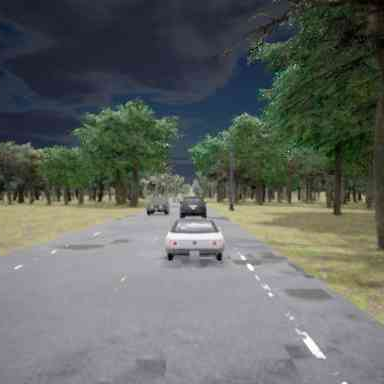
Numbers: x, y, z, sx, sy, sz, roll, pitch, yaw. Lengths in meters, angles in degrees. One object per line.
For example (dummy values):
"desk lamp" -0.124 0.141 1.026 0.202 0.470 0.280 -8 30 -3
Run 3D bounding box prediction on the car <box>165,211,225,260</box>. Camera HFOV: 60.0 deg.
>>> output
"car" 0.093 1.623 12.539 1.895 1.301 4.718 0 0 0

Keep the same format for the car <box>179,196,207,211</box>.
"car" 0.099 1.371 28.408 2.150 2.045 5.566 0 -1 0

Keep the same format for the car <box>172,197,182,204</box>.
"car" -3.492 1.910 77.007 2.128 1.511 4.902 0 -1 0

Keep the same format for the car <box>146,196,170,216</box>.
"car" -3.590 1.464 36.208 2.150 2.045 5.566 0 -1 0
